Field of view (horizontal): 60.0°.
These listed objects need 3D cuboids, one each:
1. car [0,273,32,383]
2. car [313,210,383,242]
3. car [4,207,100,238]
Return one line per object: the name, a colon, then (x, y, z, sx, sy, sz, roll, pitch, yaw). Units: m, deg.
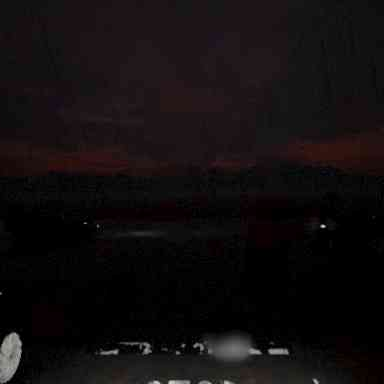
car: (-2.996, 1.504, 2.436, 1.837, 1.490, 4.892, 0, 0, 0)
car: (8.343, 1.618, 17.114, 4.181, 1.385, 1.994, -1, 2, -22)
car: (-7.594, 1.609, 18.209, 4.902, 1.511, 2.128, 0, 2, 2)
